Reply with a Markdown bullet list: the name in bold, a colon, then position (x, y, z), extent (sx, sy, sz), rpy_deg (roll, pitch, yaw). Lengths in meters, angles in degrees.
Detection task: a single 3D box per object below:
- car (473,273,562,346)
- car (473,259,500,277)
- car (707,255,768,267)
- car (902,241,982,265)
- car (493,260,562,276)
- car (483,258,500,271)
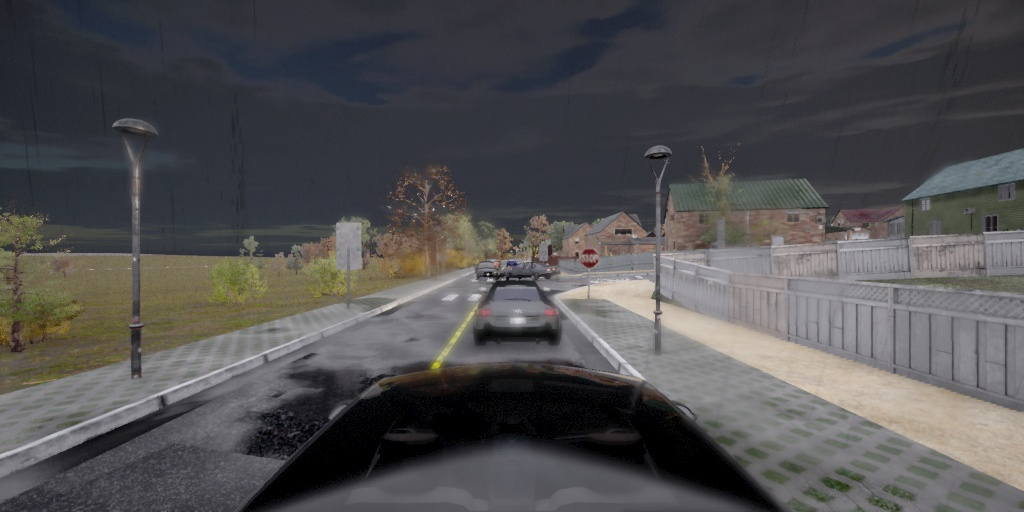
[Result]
- **car**: position (0.096, 1.313, 9.439), extent (1.994, 1.385, 4.181), rpy_deg (0, 0, -1)
- **car**: position (-2.273, 1.258, 31.363), extent (1.837, 1.490, 4.892), rpy_deg (0, 0, -8)
- **car**: position (14.371, 0.413, 22.841), extent (4.181, 1.385, 1.994), rpy_deg (-3, 0, 16)
- **car**: position (23.874, -0.208, 20.426), extent (4.902, 1.511, 2.128), rpy_deg (-3, 0, 14)
- **car**: position (1.316, 1.198, 28.455), extent (5.357, 1.411, 2.033), rpy_deg (-4, -3, 43)
- **car**: position (-2.885, 1.121, 51.181), extent (2.097, 1.767, 4.553), rpy_deg (0, 0, 1)
